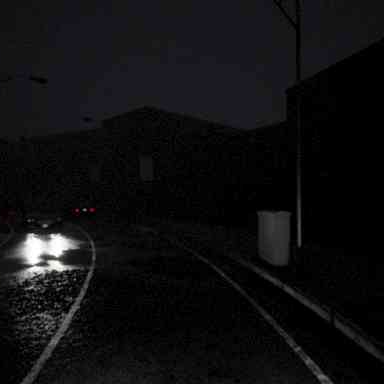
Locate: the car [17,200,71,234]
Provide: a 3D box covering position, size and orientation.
[{"bbox_3d":[-8.441,1.393,18.660,2.128,1.511,4.902,1,0,-29],"label":"car"}]

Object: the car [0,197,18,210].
[{"bbox_3d":[-21.361,1.249,37.645,4.902,1.511,2.128,0,-1,31],"label":"car"}]

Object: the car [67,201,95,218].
[{"bbox_3d":[-9.883,1.430,27.692,2.033,1.411,5.357,1,0,-39],"label":"car"}]
